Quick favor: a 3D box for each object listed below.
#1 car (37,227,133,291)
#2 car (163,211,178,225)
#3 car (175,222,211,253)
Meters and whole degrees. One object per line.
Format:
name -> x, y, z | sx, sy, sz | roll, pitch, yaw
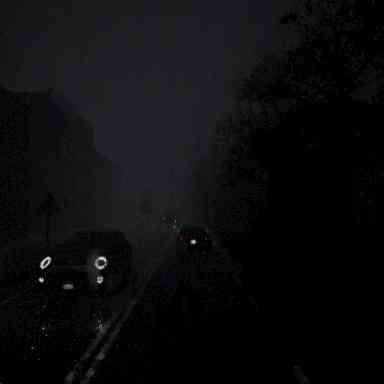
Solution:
car -> -3.367, 2.086, 11.309 | 2.097, 1.767, 4.553 | 0, -3, 0
car -> -3.307, 4.063, 52.187 | 2.150, 2.045, 5.566 | 0, -3, 1
car -> 0.076, 2.667, 19.305 | 1.994, 1.385, 4.181 | 0, -3, 0
